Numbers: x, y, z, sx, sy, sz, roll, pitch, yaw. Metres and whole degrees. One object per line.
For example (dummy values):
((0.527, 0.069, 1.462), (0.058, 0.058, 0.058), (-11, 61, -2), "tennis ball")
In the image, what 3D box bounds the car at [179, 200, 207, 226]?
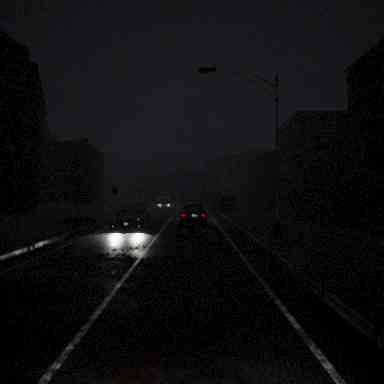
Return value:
((0.086, 1.515, 23.375), (2.033, 1.411, 5.357), (0, 0, 0), "car")

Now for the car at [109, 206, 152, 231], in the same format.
((-3.610, 1.536, 20.087), (1.994, 1.385, 4.181), (0, 0, 0), "car")

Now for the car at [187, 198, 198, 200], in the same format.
((0.051, 1.434, 41.903), (2.128, 1.511, 4.902), (0, 0, 0), "car")

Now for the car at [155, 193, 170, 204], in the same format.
((-5.512, 1.121, 62.127), (2.150, 2.045, 5.566), (1, 0, -15), "car")
